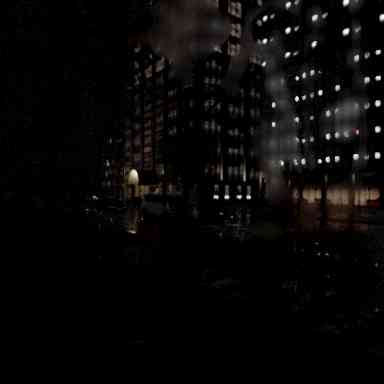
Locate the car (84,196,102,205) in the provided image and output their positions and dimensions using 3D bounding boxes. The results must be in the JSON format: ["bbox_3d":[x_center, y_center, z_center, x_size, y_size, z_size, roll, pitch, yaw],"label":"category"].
[{"bbox_3d":[-17.879,1.509,60.008,1.994,1.385,4.181,1,0,-34],"label":"car"}]

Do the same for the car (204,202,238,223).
[{"bbox_3d":[1.478,1.480,25.101,1.812,1.442,4.674,1,0,-34],"label":"car"}]

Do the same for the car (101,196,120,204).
[{"bbox_3d":[-15.179,1.518,61.817,1.812,1.442,4.674,1,0,-34],"label":"car"}]

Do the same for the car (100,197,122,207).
[{"bbox_3d":[-12.925,1.560,52.627,1.895,1.301,4.718,1,0,-34],"label":"car"}]

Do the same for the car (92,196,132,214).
[{"bbox_3d":[-8.204,1.392,33.716,1.837,1.490,4.892,1,0,-34],"label":"car"}]

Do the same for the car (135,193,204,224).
[{"bbox_3d":[-1.813,1.126,24.182,2.150,2.045,5.566,1,0,-34],"label":"car"}]

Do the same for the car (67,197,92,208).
[{"bbox_3d":[-15.282,1.397,44.319,1.812,1.442,4.674,1,0,-34],"label":"car"}]

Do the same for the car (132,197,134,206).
[{"bbox_3d":[-9.379,1.514,53.161,1.837,1.490,4.892,1,0,-34],"label":"car"}]
